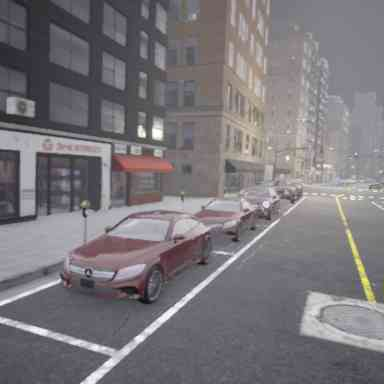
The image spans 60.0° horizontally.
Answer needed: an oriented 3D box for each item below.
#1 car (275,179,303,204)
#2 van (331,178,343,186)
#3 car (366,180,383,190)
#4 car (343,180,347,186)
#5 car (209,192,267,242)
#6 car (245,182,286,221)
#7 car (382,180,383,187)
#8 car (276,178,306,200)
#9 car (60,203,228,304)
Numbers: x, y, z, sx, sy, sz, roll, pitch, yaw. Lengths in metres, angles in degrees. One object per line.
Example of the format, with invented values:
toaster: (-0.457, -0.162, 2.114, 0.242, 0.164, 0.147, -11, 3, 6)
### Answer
car: (7.624, -0.131, 27.334, 2.192, 1.841, 5.009, 3, 4, 22)
van: (33.546, -2.306, 77.733, 1.690, 1.788, 3.998, 4, 4, 31)
car: (35.093, -1.099, 63.958, 1.947, 1.339, 4.313, 4, 4, 31)
car: (36.401, -2.396, 82.431, 1.967, 1.590, 4.097, 4, 4, 31)
car: (1.308, 0.842, 12.094, 1.802, 1.307, 4.206, 3, 4, 22)
car: (3.415, 0.465, 17.171, 1.967, 1.590, 4.097, 3, 4, 22)
car: (40.811, -1.480, 73.340, 1.947, 1.339, 4.313, 4, 4, 31)
car: (9.727, -0.368, 32.419, 2.192, 1.841, 5.009, 3, 4, 22)
car: (-0.795, 1.076, 7.008, 1.802, 1.307, 4.206, 3, 4, 22)
